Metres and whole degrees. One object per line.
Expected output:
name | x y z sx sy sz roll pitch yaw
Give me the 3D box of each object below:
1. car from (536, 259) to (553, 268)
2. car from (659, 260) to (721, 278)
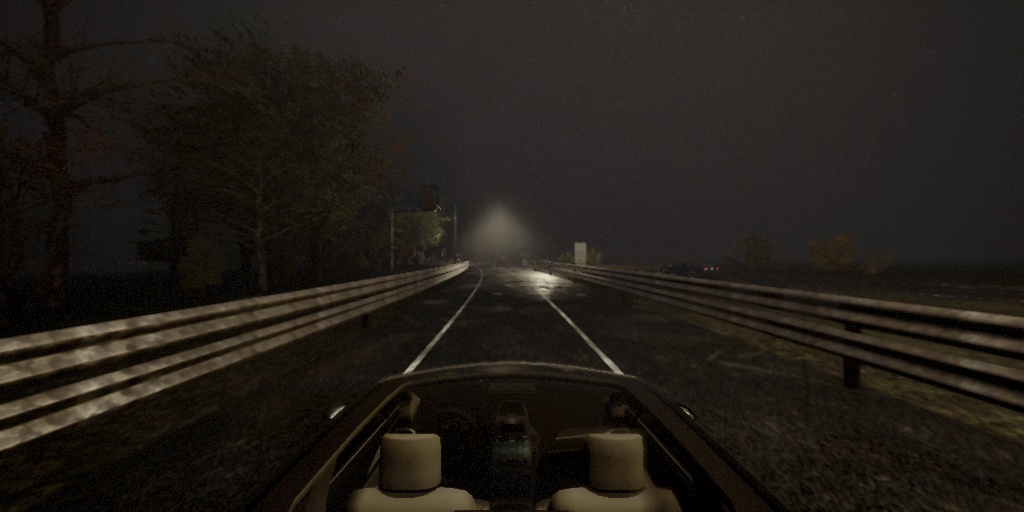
car | 5.385 1.254 60.494 1.994 1.385 4.181 -1 0 -19
car | 15.262 1.088 31.154 2.033 1.411 5.357 -1 0 -19
